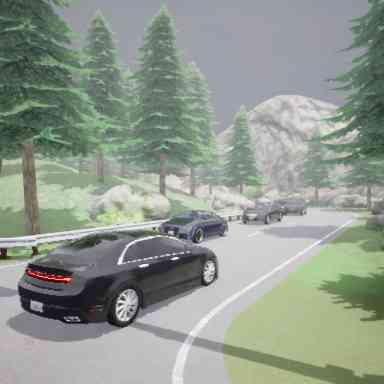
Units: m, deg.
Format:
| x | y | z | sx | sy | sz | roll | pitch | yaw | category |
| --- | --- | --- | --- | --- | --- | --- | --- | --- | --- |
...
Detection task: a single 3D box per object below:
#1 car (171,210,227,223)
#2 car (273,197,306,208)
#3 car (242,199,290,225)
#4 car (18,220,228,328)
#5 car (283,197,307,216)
| x | y | z | sx | sy | sz | roll | pitch | yaw | category |
| --- | --- | --- | --- | --- | --- | --- | --- | --- | --- |
| 0.126 | 1.573 | 16.152 | 1.994 | 1.385 | 4.181 | 0 | 0 | 31 | car |
| 14.745 | 1.534 | 50.563 | 1.882 | 1.535 | 5.008 | 3 | -1 | -28 | car |
| 5.307 | 1.506 | 24.640 | 2.128 | 1.511 | 4.902 | 0 | 0 | 31 | car |
| -1.126 | 1.579 | 7.195 | 1.837 | 1.490 | 4.892 | 0 | -2 | 31 | car |
| 10.407 | 1.525 | 33.494 | 1.837 | 1.490 | 4.892 | 0 | 0 | 24 | car |
